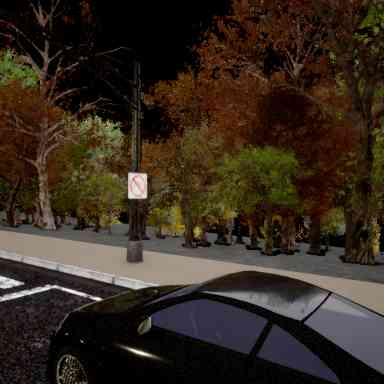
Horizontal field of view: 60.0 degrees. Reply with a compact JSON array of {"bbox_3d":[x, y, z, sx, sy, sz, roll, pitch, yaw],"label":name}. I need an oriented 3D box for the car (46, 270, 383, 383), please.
[{"bbox_3d":[0.382,1.564,3.414,4.181,1.385,1.994,0,0,36],"label":"car"}]
